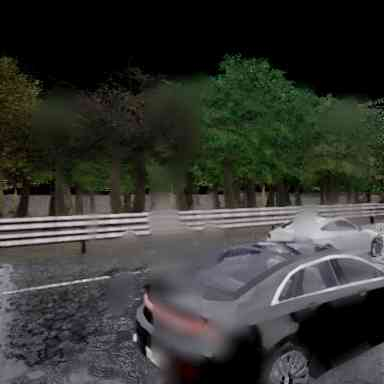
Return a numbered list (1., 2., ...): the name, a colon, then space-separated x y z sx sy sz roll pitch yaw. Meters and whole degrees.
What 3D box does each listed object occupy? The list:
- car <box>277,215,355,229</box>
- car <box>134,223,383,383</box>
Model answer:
1. car: 4.448 1.501 11.076 4.674 1.442 1.812 0 0 -35
2. car: 1.586 1.481 4.827 4.902 1.511 2.128 0 0 -35
